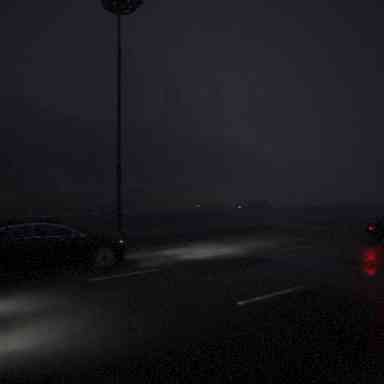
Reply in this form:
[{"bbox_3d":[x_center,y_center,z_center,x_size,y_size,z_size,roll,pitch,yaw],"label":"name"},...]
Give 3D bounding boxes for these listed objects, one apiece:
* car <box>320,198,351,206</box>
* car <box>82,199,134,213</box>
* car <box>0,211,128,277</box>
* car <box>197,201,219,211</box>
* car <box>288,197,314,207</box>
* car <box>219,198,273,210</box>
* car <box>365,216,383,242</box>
[{"bbox_3d":[18.555,1.495,42.833,4.902,1.511,2.128,0,0,-34],"label":"car"},{"bbox_3d":[-8.189,1.480,32.539,5.008,1.535,1.882,0,0,-35],"label":"car"},{"bbox_3d":[-4.229,1.492,9.328,4.902,1.511,2.128,0,0,-35],"label":"car"},{"bbox_3d":[2.862,1.603,36.114,4.718,1.301,1.895,0,0,-35],"label":"car"},{"bbox_3d":[16.419,1.529,49.855,4.674,1.442,1.812,0,0,-34],"label":"car"},{"bbox_3d":[4.954,1.353,29.007,4.553,1.767,2.097,0,0,-35],"label":"car"},{"bbox_3d":[9.974,1.602,15.158,4.718,1.301,1.895,0,0,-36],"label":"car"}]
